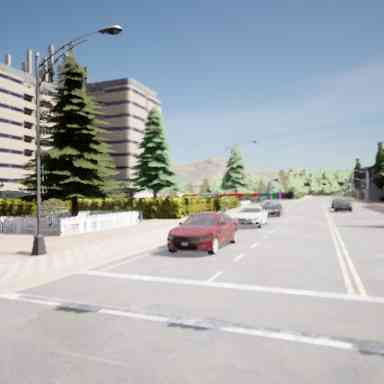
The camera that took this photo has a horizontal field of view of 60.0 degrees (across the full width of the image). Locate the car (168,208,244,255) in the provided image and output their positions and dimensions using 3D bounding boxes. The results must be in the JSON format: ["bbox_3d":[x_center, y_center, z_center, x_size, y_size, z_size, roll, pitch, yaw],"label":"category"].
[{"bbox_3d":[0.639,1.629,14.364,1.882,1.535,5.008,-1,-1,21],"label":"car"}]

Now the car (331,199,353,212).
[{"bbox_3d":[18.717,1.755,41.217,1.994,1.385,4.181,-1,-1,22],"label":"car"}]

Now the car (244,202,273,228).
[{"bbox_3d":[4.361,1.728,23.924,1.812,1.442,4.674,-1,-1,21],"label":"car"}]

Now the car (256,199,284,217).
[{"bbox_3d":[8.261,1.748,33.998,2.128,1.511,4.902,-1,-1,21],"label":"car"}]

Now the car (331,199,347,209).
[{"bbox_3d":[22.181,1.805,50.315,1.994,1.385,4.181,-1,-1,21],"label":"car"}]
